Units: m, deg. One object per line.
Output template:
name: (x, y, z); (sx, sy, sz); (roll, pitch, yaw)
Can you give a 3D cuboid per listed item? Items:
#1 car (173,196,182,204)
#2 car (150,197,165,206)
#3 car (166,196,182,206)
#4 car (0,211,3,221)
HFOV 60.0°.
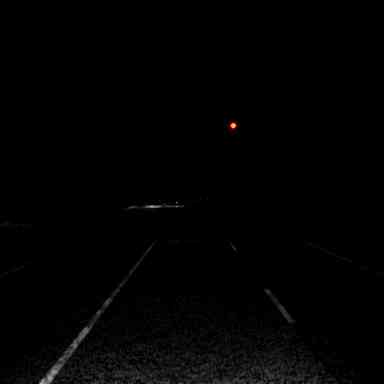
car: (-3.410, 1.802, 79.263); (2.097, 1.767, 4.553); (0, 0, 0)
car: (-6.955, 1.859, 63.938); (2.128, 1.511, 4.902); (0, 0, 1)
car: (-3.454, 1.869, 63.855); (1.837, 1.490, 4.892); (0, 0, 1)
car: (-16.578, 1.460, 24.639); (4.553, 1.767, 2.097); (-1, 0, 3)
